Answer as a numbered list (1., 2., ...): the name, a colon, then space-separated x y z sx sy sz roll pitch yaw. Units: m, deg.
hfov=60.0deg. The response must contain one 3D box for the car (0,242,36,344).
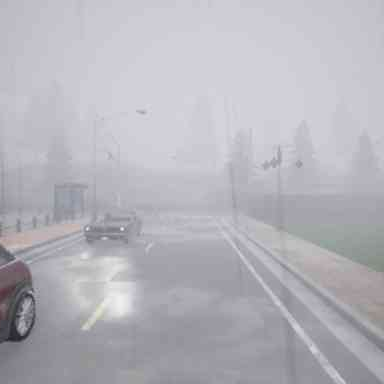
1. car: -3.573 1.353 3.465 2.097 1.767 4.553 0 0 0

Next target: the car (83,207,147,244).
1. car: -3.578 1.608 15.872 1.895 1.301 4.718 0 0 0

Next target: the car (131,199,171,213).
1. car: -4.649 1.520 36.955 4.902 1.511 2.128 0 -1 34
